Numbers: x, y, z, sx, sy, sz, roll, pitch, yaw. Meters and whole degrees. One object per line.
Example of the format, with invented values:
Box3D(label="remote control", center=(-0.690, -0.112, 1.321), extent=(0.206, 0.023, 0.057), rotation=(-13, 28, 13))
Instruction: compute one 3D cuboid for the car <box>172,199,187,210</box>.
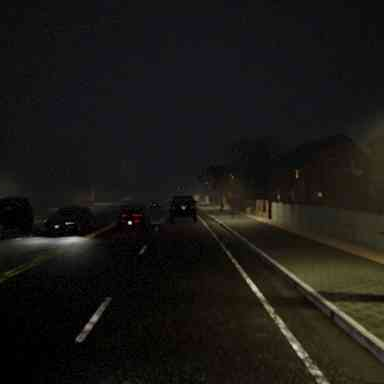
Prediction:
Box3D(label="car", center=(-1.812, 1.676, 46.209), extent=(1.994, 1.385, 4.181), rotation=(0, 0, -4))

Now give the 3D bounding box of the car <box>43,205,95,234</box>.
Box3D(label="car", center=(-7.147, 1.575, 19.767), extent=(1.837, 1.490, 4.892), rotation=(0, 0, -2))

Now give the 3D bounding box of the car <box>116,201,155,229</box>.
Box3D(label="car", center=(-3.787, 1.569, 22.178), extent=(1.837, 1.490, 4.892), rotation=(0, 0, -2))

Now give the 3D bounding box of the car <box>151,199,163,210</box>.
Box3D(label="car", center=(-5.034, 1.672, 45.955), extent=(2.033, 1.411, 5.357), rotation=(0, 0, -4))

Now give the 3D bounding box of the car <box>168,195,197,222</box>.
Box3D(label="car", center=(-0.763, 1.287, 27.572), extent=(2.150, 2.045, 5.566), rotation=(0, 0, -3))

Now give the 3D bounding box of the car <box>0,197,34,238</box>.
Box3D(label="car", center=(-10.311, 1.297, 17.410), extent=(2.150, 2.045, 5.566), rotation=(0, 0, -2))
